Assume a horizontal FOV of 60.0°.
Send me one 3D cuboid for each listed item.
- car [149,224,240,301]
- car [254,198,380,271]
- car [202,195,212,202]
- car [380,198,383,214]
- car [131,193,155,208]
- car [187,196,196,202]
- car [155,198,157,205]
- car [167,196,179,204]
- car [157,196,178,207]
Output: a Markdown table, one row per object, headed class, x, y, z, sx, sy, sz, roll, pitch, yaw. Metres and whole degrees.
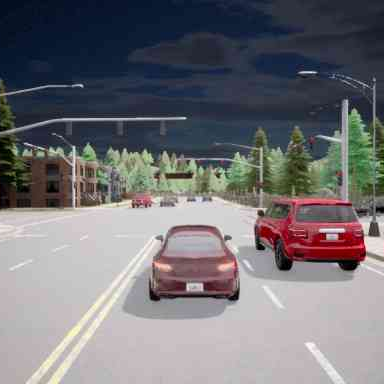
| class | x | y | z | sx | sy | sz | roll | pitch | yaw |
| --- | --- | --- | --- | --- | --- | --- | --- | --- | --- |
| car | 0.045 | 1.526 | 8.205 | 1.812 | 1.442 | 4.674 | 0 | 0 | 0 |
| car | 3.551 | 1.221 | 11.086 | 2.150 | 2.045 | 5.566 | 0 | 0 | 0 |
| car | 3.342 | 1.355 | 74.368 | 2.097 | 1.767 | 4.553 | 0 | 0 | 0 |
| car | 13.466 | 1.505 | 28.785 | 4.892 | 1.490 | 1.837 | 0 | 0 | 1 |
| car | -7.178 | 1.221 | 47.927 | 2.150 | 2.045 | 5.566 | 0 | 0 | 2 |
| car | -0.165 | 1.553 | 74.595 | 1.994 | 1.385 | 4.181 | 0 | 0 | 0 |
| car | -7.212 | 1.525 | 58.279 | 1.812 | 1.442 | 4.674 | 0 | 0 | 1 |
| car | -3.687 | 1.564 | 64.953 | 1.994 | 1.385 | 4.181 | 0 | 0 | 1 |
| car | -3.711 | 1.352 | 51.203 | 2.097 | 1.767 | 4.553 | 0 | 0 | 0 |
